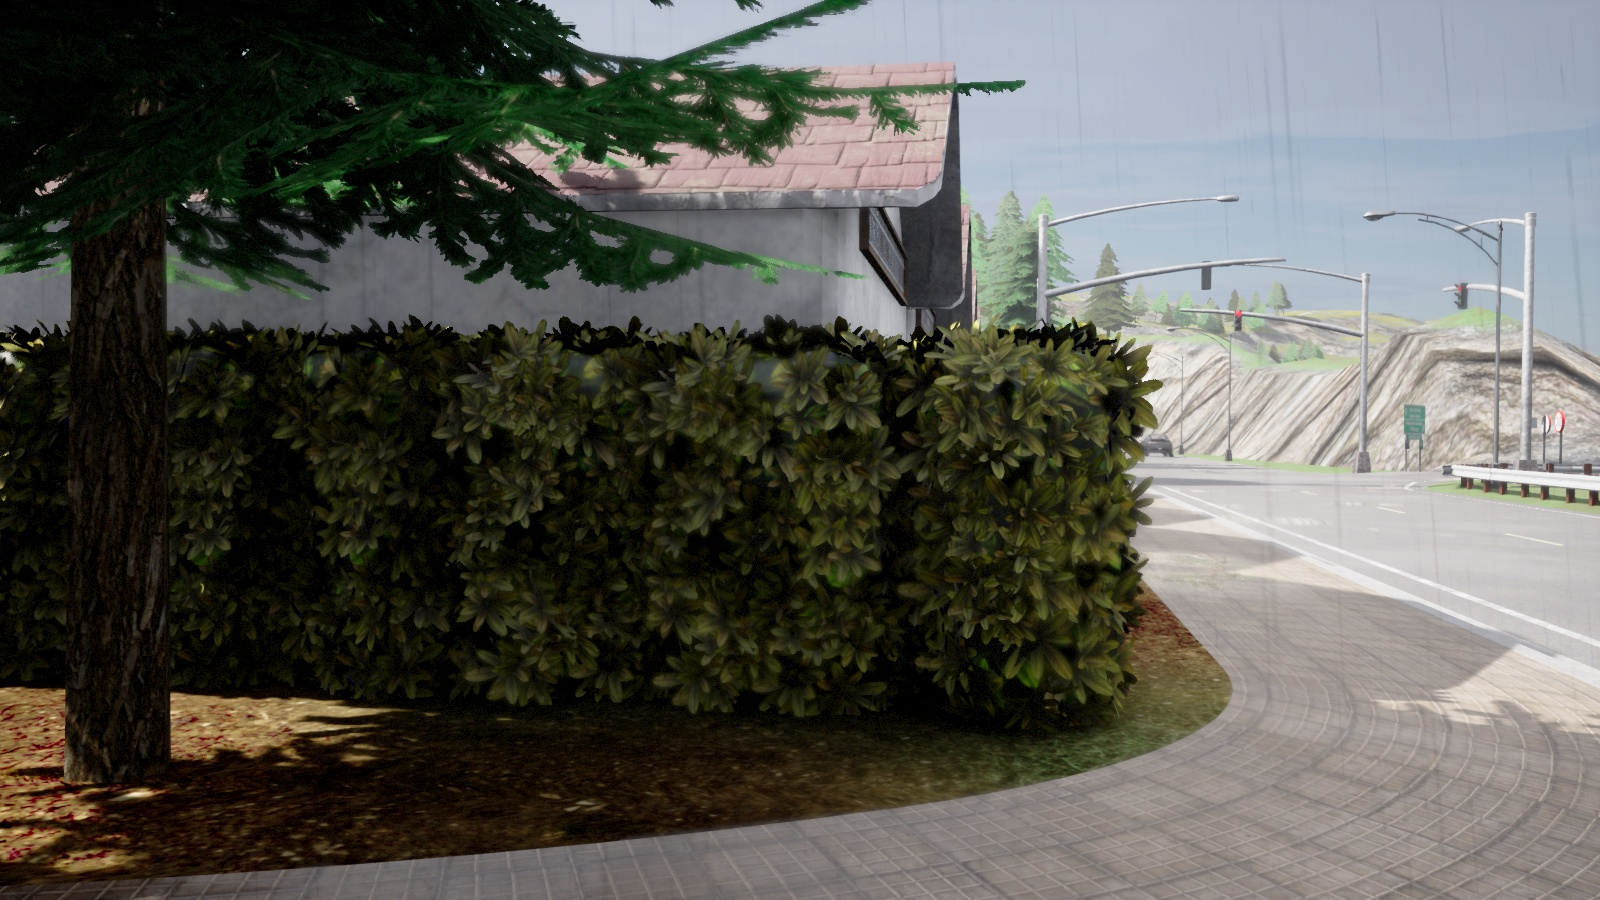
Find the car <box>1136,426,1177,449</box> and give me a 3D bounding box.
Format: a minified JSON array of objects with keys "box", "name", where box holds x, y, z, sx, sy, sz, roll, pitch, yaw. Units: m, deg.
[{"box":[23.932,-0.863,84.479,2.128,1.511,4.902,0,1,9],"name":"car"}]
